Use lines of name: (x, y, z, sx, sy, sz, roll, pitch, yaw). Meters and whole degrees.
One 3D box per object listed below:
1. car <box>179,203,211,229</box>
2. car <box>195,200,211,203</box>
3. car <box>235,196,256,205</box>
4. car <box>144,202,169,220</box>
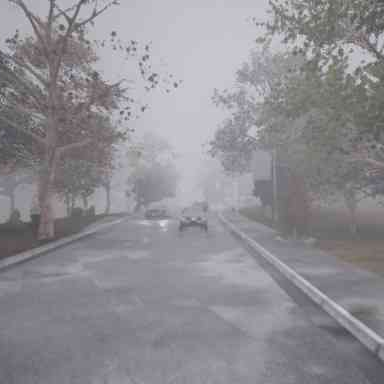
car: (0.109, 1.676, 22.398, 2.033, 1.411, 5.357, 0, 0, 0)
car: (1.242, 1.705, 41.773, 2.128, 1.511, 4.902, -1, 0, 9)
car: (11.107, 1.811, 69.193, 2.150, 2.045, 5.566, -4, -5, 42)
car: (-3.167, 1.683, 30.739, 1.837, 1.490, 4.892, 0, 0, 2)
